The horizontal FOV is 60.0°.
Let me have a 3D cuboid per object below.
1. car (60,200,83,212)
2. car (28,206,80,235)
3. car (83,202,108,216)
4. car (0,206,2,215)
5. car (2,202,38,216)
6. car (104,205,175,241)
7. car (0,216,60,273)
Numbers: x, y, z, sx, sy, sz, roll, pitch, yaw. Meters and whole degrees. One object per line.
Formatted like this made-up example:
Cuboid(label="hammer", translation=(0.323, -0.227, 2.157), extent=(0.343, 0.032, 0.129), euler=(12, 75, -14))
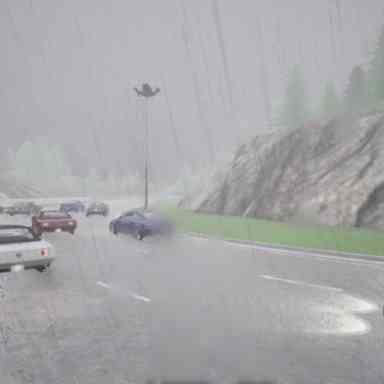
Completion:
Cuboid(label="car", translation=(-13.816, 1.666, 38.691), extent=(1.882, 1.535, 5.008), euler=(0, 0, -6))
Cuboid(label="car", translation=(-8.041, 1.690, 19.116), extent=(1.895, 1.301, 4.718), euler=(0, 0, -31))
Cuboid(label="car", translation=(-9.826, 1.747, 35.015), extent=(1.994, 1.385, 4.181), euler=(0, 0, -9))
Cuboid(label="car", translation=(-20.473, 1.725, 33.369), extent=(1.895, 1.301, 4.718), euler=(0, 0, -9))
Cuboid(label="car", translation=(-16.822, 1.690, 33.729), extent=(2.033, 1.411, 5.357), euler=(0, 0, -8))
Cuboid(label="car", translation=(-2.655, 1.627, 17.288), extent=(1.812, 1.442, 4.674), euler=(0, 0, -37))
Cuboid(label="car", translation=(-5.877, 1.642, 10.098), extent=(1.895, 1.301, 4.718), euler=(1, 0, -41))
